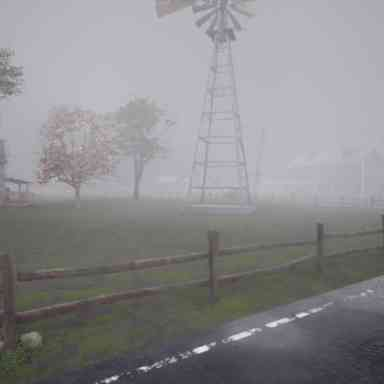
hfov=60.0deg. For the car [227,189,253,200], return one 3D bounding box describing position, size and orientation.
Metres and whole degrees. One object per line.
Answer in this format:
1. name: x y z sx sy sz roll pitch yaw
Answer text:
1. car: 8.950 0.532 62.332 2.150 2.045 5.566 1 0 -35
